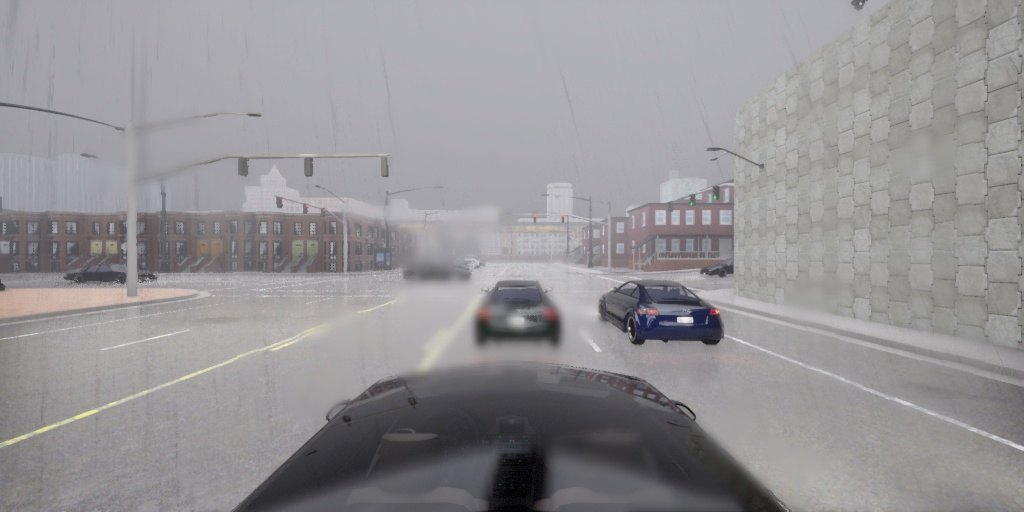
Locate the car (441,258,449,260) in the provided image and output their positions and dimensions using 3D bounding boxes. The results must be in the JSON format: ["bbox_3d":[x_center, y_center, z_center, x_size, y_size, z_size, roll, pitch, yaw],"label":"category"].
[{"bbox_3d":[-10.036,1.297,46.488,2.033,1.411,5.357,0,0,1],"label":"car"}]

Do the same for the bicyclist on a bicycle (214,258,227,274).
[{"bbox_3d":[-30.380,1.053,37.372,0.582,1.620,1.656,0,0,1],"label":"bicyclist on a bicycle"}]

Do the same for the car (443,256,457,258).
[{"bbox_3d":[-9.905,0.972,56.804,2.150,2.045,5.566,0,0,1],"label":"car"}]

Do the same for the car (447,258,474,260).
[{"bbox_3d":[-6.541,1.297,46.215,2.033,1.411,5.357,0,0,1],"label":"car"}]

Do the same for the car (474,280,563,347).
[{"bbox_3d":[0.166,1.314,9.388,1.994,1.385,4.181,0,0,1],"label":"car"}]

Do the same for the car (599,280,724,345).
[{"bbox_3d":[3.670,1.314,9.546,1.994,1.385,4.181,0,0,1],"label":"car"}]

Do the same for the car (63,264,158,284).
[{"bbox_3d":[-29.460,1.297,26.378,5.357,1.411,2.033,0,0,1],"label":"car"}]

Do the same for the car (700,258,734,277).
[{"bbox_3d":[18.542,0.855,29.637,5.357,1.411,2.033,-5,0,1],"label":"car"}]

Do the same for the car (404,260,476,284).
[{"bbox_3d":[-5.343,1.255,26.157,4.892,1.490,1.837,0,0,1],"label":"car"}]

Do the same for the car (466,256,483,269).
[{"bbox_3d":[-6.405,0.971,56.933,2.150,2.045,5.566,0,0,1],"label":"car"}]
